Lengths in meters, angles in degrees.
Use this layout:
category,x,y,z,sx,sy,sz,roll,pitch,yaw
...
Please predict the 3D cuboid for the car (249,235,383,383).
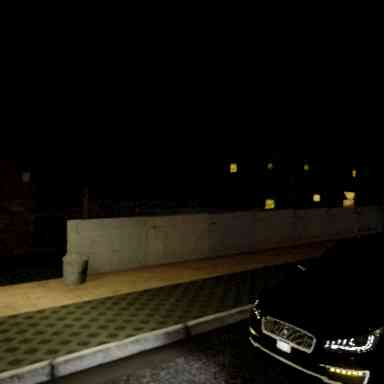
category,x,y,z,sx,sy,sz,roll,pitch,yaw
car,3.026,1.510,5.215,4.892,1.490,1.837,0,0,-35
